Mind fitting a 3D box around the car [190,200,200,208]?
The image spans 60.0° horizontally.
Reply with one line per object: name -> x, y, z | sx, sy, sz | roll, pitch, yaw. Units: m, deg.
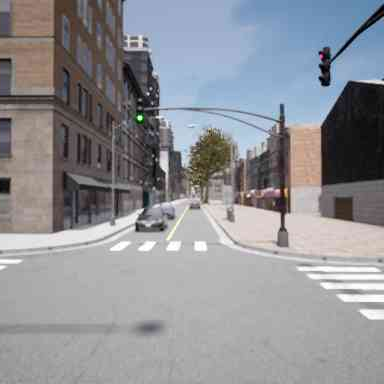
car -> 0.594, 2.357, 66.407 | 1.994, 1.385, 4.181 | 0, -1, 0

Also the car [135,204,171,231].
car -> -2.672, 1.796, 22.674 | 1.812, 1.442, 4.674 | 0, -1, 0

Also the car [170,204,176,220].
car -> -2.600, 1.939, 33.076 | 2.033, 1.411, 5.357 | 0, -1, 0

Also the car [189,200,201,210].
car -> 0.515, 2.214, 56.127 | 2.033, 1.411, 5.357 | 0, -1, 1
